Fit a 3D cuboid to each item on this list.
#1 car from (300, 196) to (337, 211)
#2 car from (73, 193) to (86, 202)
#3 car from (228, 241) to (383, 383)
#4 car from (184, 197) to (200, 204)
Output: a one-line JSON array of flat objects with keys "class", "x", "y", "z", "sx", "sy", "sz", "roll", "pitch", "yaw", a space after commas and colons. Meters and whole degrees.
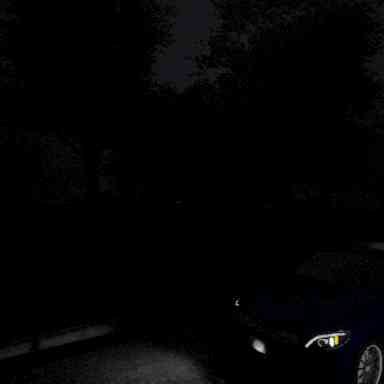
[{"class": "car", "x": 12.874, "y": 1.197, "z": 35.450, "sx": 1.882, "sy": 1.535, "sz": 5.008, "roll": 2, "pitch": 0, "yaw": -35}, {"class": "car", "x": -12.739, "y": 0.667, "z": 41.980, "sx": 4.181, "sy": 1.385, "sz": 1.994, "roll": 2, "pitch": -1, "yaw": -35}, {"class": "car", "x": 2.703, "y": 1.562, "z": 5.236, "sx": 4.674, "sy": 1.442, "sz": 1.812, "roll": 1, "pitch": 0, "yaw": -35}, {"class": "car", "x": 1.405, "y": 0.906, "z": 45.515, "sx": 5.008, "sy": 1.535, "sz": 1.882, "roll": 1, "pitch": -1, "yaw": 21}]
